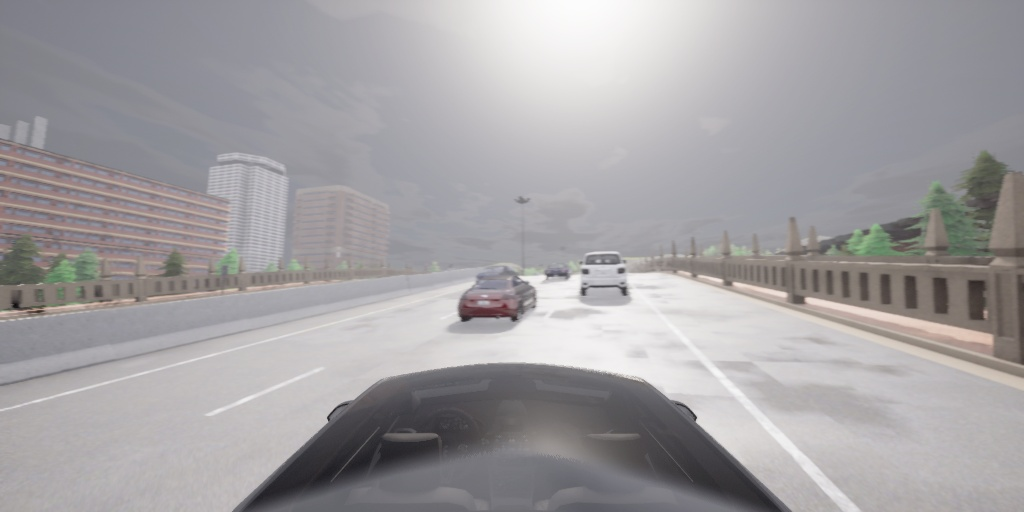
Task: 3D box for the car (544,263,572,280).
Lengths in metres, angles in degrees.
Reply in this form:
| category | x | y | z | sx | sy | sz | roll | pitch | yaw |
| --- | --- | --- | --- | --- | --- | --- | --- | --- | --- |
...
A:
| category | x | y | z | sx | sy | sz | roll | pitch | yaw |
| --- | --- | --- | --- | --- | --- | --- | --- | --- | --- |
| car | 3.951 | 1.249 | 30.044 | 1.895 | 1.301 | 4.718 | -2 | -1 | 14 |

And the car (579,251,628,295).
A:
| category | x | y | z | sx | sy | sz | roll | pitch | yaw |
| --- | --- | --- | --- | --- | --- | --- | --- | --- | --- |
| car | 4.668 | 0.810 | 18.408 | 2.150 | 2.045 | 5.566 | -2 | 0 | 14 |

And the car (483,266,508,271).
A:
| category | x | y | z | sx | sy | sz | roll | pitch | yaw |
| --- | --- | --- | --- | --- | --- | --- | --- | --- | --- |
| car | -0.944 | 1.369 | 24.809 | 2.033 | 1.411 | 5.357 | -2 | 0 | 14 |

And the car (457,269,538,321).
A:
| category | x | y | z | sx | sy | sz | roll | pitch | yaw |
| --- | --- | --- | --- | --- | --- | --- | --- | --- | --- |
| car | -0.355 | 1.344 | 12.585 | 1.994 | 1.385 | 4.181 | -2 | 0 | 14 |

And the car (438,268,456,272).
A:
| category | x | y | z | sx | sy | sz | roll | pitch | yaw |
| --- | --- | --- | --- | --- | --- | --- | --- | --- | --- |
| car | -9.072 | 2.446 | 50.749 | 2.128 | 1.511 | 4.902 | -2 | -5 | 14 |
